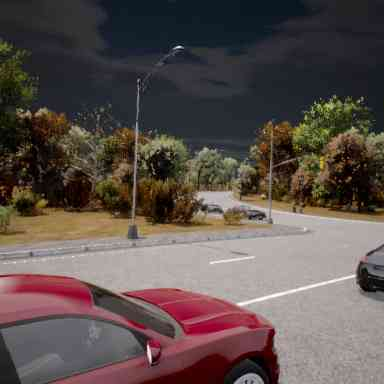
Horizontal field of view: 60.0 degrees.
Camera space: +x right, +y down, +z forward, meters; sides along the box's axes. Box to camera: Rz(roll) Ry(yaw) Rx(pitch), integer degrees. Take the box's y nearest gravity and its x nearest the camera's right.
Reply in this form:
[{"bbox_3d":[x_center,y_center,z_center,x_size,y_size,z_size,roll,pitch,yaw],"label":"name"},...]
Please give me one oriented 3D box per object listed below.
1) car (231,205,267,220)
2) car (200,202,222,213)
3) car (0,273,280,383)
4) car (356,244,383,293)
[{"bbox_3d":[5.796,2.179,36.053,2.033,1.411,5.357,3,-1,-26],"label":"car"},{"bbox_3d":[2.556,2.084,44.757,1.994,1.385,4.181,3,0,-19],"label":"car"},{"bbox_3d":[-1.371,1.479,2.768,5.008,1.535,1.882,0,0,-36],"label":"car"},{"bbox_3d":[5.777,1.665,7.922,4.181,1.385,1.994,1,-1,-35],"label":"car"}]
